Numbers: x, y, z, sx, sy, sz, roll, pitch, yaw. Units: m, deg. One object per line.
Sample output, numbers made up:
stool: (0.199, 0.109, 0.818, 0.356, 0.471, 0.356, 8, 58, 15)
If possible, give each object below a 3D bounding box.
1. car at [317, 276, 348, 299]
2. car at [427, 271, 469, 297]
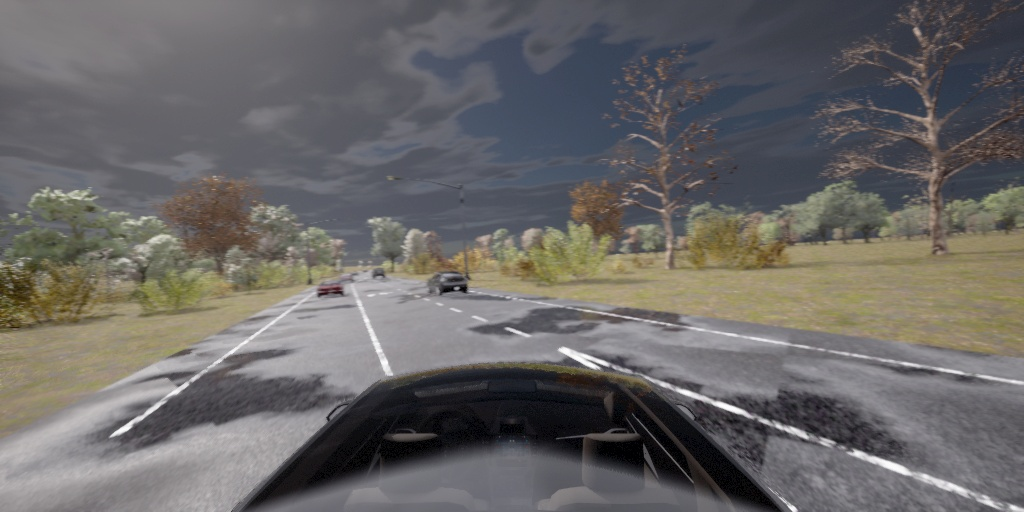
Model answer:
car: (-14.270, 2.557, 28.380, 1.895, 1.301, 4.718, -4, -1, -25)
car: (-4.282, 1.760, 23.412, 1.837, 1.490, 4.892, -3, -1, -25)
